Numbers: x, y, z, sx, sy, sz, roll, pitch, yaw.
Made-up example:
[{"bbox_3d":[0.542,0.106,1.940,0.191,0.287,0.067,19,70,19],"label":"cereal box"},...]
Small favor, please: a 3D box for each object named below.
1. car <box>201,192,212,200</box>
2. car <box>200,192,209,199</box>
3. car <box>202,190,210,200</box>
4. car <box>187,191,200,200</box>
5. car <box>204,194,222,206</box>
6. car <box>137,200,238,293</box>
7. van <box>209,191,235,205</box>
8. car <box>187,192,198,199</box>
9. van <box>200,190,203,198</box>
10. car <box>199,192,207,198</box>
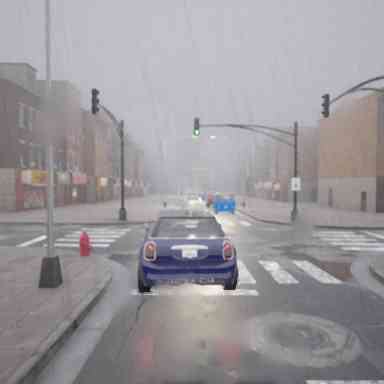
[{"bbox_3d":[2.749,0.802,65.297,1.887,1.381,4.507,-1,0,0],"label":"car"},{"bbox_3d":[2.770,0.770,75.878,1.802,1.307,4.206,-2,0,0],"label":"car"},{"bbox_3d":[2.693,0.806,38.846,2.192,1.841,5.009,-1,1,0],"label":"car"},{"bbox_3d":[0.120,0.904,59.152,1.895,1.301,4.718,0,0,0],"label":"car"},{"bbox_3d":[2.708,0.988,44.136,2.008,1.369,4.403,-1,1,0],"label":"car"},{"bbox_3d":[-0.246,1.233,8.724,2.097,1.767,4.553,0,0,-5],"label":"car"},{"bbox_3d":[2.674,0.952,28.264,1.690,1.788,3.998,-1,1,0],"label":"van"},{"bbox_3d":[0.137,0.729,69.116,2.128,1.511,4.902,0,0,0],"label":"car"},{"bbox_3d":[2.724,0.681,54.716,1.690,1.788,3.998,-1,0,0],"label":"van"},{"bbox_3d":[2.789,0.678,86.459,1.887,1.381,4.507,-2,0,0],"label":"car"}]
